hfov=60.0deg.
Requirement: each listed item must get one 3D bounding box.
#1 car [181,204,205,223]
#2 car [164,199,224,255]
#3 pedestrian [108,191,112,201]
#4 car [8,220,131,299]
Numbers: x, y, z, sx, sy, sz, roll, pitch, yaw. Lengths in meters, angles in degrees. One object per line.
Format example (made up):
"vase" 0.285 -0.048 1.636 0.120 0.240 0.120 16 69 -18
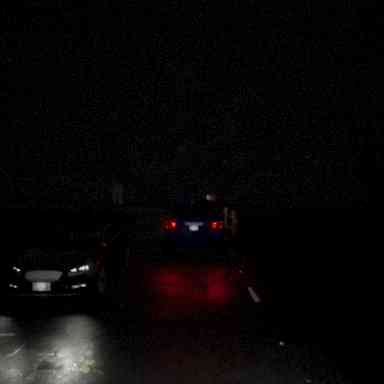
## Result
"car" 0.082 1.747 27.687 1.895 1.301 4.718 0 0 0
"car" 0.090 1.292 13.743 2.150 2.045 5.566 0 0 0
"pedestrian" -12.059 0.759 49.105 0.375 1.860 0.375 0 0 0
"car" -2.852 1.535 8.751 2.128 1.511 4.902 0 0 0
